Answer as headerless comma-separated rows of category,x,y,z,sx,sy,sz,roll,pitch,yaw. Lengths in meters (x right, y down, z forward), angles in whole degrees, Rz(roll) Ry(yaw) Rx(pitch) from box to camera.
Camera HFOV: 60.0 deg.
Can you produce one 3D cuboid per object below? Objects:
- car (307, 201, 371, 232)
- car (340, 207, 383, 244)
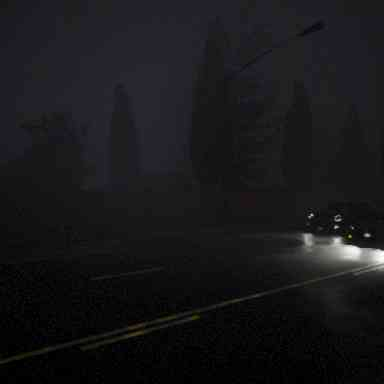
car,8.508,1.329,18.708,4.553,1.767,2.097,0,0,-36
car,8.630,1.544,14.480,4.181,1.385,1.994,0,0,-36
